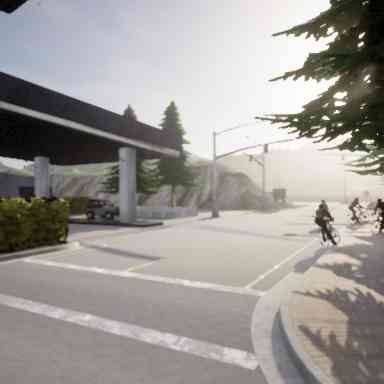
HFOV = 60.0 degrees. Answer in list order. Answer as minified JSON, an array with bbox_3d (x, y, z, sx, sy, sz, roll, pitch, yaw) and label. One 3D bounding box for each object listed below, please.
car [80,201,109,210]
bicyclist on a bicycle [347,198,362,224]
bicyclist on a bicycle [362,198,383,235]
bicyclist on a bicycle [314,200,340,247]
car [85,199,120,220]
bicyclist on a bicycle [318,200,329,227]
[{"bbox_3d":[-15.134,2.046,51.754,4.181,1.385,1.994,-1,0,31],"label":"car"},{"bbox_3d":[10.239,1.173,20.653,1.656,1.620,0.582,-5,-10,-15],"label":"bicyclist on a bicycle"},{"bbox_3d":[8.642,1.113,15.128,1.656,1.620,0.582,-1,0,-30],"label":"bicyclist on a bicycle"},{"bbox_3d":[5.089,1.265,12.673,1.656,1.620,0.582,0,-20,-43],"label":"bicyclist on a bicycle"},{"bbox_3d":[-8.008,1.600,30.590,3.866,1.878,1.905,-1,0,30],"label":"car"},{"bbox_3d":[8.160,1.298,20.689,0.582,1.620,1.656,-1,-1,21],"label":"bicyclist on a bicycle"}]
